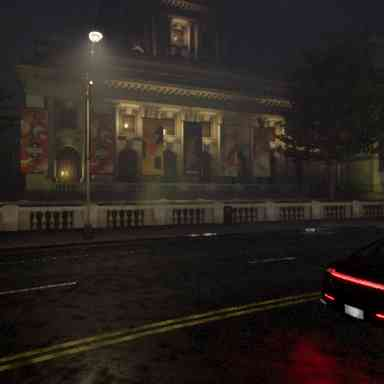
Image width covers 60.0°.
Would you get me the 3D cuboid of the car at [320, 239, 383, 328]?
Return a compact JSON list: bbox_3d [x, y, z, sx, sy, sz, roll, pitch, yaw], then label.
[{"bbox_3d":[4.469,1.487,5.696,4.902,1.511,2.128,1,0,-25],"label":"car"}]
